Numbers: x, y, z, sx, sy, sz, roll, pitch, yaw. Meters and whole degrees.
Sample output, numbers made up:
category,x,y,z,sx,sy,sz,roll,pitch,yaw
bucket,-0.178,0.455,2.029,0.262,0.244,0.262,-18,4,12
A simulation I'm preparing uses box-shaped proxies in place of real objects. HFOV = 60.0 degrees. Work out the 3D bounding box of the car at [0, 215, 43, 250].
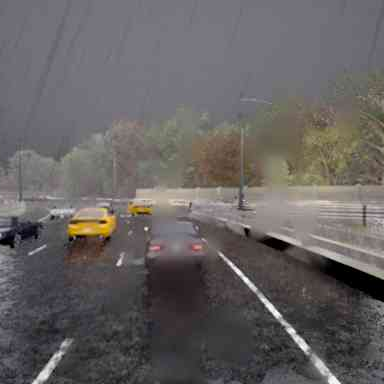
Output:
category,x,y,z,sx,sy,sz,roll,pitch,yaw
car,-8.131,1.678,14.631,1.895,1.301,4.718,0,0,-8

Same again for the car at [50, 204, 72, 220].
category,x,y,z,sx,sy,sz,roll,pitch,yaw
car,-11.456,1.737,29.848,1.895,1.301,4.718,0,0,-17

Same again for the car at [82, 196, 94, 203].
category,x,y,z,sx,sy,sz,roll,pitch,yaw
car,-19.540,1.599,63.060,1.837,1.490,4.892,0,0,-34

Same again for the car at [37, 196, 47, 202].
category,x,y,z,sx,sy,sz,roll,pitch,yaw
car,-38.742,1.790,84.856,4.674,1.442,1.812,0,0,39

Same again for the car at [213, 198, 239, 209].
category,x,y,z,sx,sy,sz,roll,pitch,yaw
car,3.242,1.279,34.707,4.553,1.767,2.097,0,0,41

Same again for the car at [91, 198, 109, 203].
category,x,y,z,sx,sy,sz,roll,pitch,yaw
car,-8.746,1.660,32.737,1.812,1.442,4.674,0,0,-18

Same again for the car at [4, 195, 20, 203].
category,x,y,z,sx,sy,sz,roll,pitch,yaw
car,-43.322,1.625,79.564,4.553,1.767,2.097,0,0,39

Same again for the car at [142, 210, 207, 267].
category,x,y,z,sx,sy,sz,roll,pitch,yaw
car,-0.669,1.586,11.533,2.033,1.411,5.357,0,0,-6

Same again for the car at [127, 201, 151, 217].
category,x,y,z,sx,sy,sz,roll,pitch,yaw
car,-5.380,1.599,33.677,1.882,1.535,5.008,0,0,-18

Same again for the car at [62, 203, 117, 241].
category,x,y,z,sx,sy,sz,roll,pitch,yaw
car,-5.007,1.550,17.162,1.882,1.535,5.008,0,0,-9

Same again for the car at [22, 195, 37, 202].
category,x,y,z,sx,sy,sz,roll,pitch,yaw
car,-41.021,1.623,82.200,4.553,1.767,2.097,0,0,39
